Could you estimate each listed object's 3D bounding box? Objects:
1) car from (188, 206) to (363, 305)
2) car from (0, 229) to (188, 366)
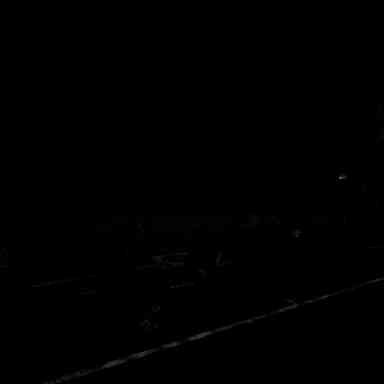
[{"bbox_3d":[2.242,1.316,8.254,5.009,1.841,2.192,0,0,-36],"label":"car"},{"bbox_3d":[-2.350,1.440,4.977,4.097,1.590,1.967,0,0,-36],"label":"car"}]
